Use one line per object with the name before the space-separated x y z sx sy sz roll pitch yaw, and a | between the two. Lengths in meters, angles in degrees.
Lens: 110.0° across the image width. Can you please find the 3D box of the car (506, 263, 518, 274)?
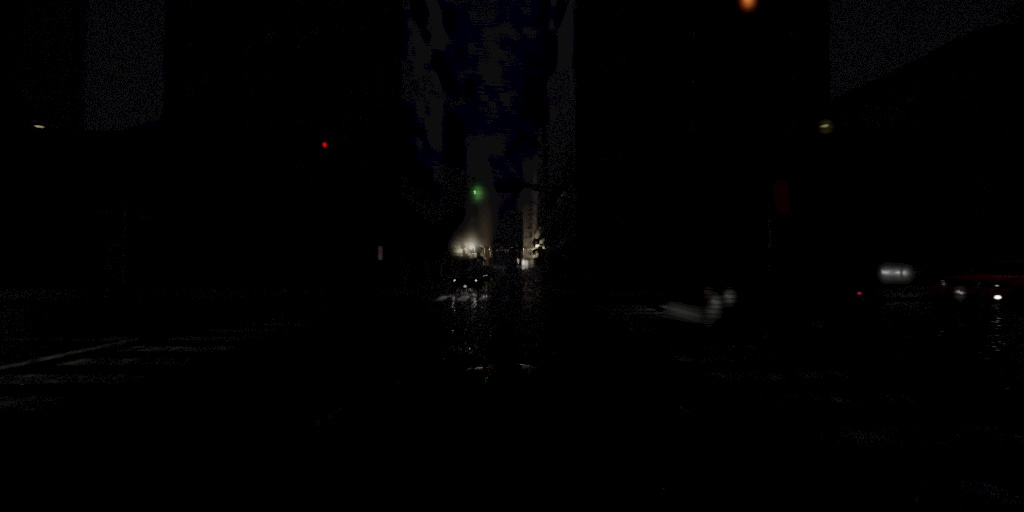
car | -0.025 2.205 57.977 1.994 1.385 4.181 0 -1 1

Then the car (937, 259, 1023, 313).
car | 20.735 1.117 14.407 5.566 2.045 2.150 0 -1 -1

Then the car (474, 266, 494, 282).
car | -3.133 1.794 36.161 1.837 1.490 4.892 0 -1 0

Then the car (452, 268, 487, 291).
car | -3.095 1.727 25.921 1.895 1.301 4.718 0 -1 0

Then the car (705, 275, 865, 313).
car | 10.772 1.457 14.339 5.357 1.411 2.033 0 -1 0
